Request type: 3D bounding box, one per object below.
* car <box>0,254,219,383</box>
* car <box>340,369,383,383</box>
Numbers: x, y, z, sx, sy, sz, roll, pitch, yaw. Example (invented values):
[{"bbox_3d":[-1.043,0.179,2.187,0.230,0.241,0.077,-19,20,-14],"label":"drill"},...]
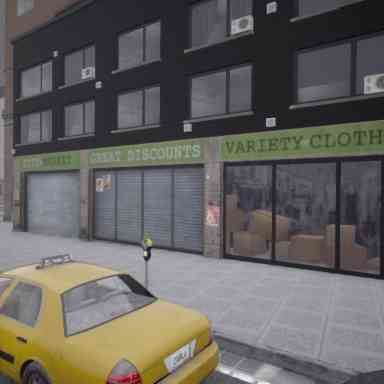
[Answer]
[{"bbox_3d":[-1.991,1.524,4.502,4.829,1.417,1.752,0,1,35],"label":"car"},{"bbox_3d":[2.701,1.551,1.167,4.403,1.369,2.008,0,1,35],"label":"car"}]
